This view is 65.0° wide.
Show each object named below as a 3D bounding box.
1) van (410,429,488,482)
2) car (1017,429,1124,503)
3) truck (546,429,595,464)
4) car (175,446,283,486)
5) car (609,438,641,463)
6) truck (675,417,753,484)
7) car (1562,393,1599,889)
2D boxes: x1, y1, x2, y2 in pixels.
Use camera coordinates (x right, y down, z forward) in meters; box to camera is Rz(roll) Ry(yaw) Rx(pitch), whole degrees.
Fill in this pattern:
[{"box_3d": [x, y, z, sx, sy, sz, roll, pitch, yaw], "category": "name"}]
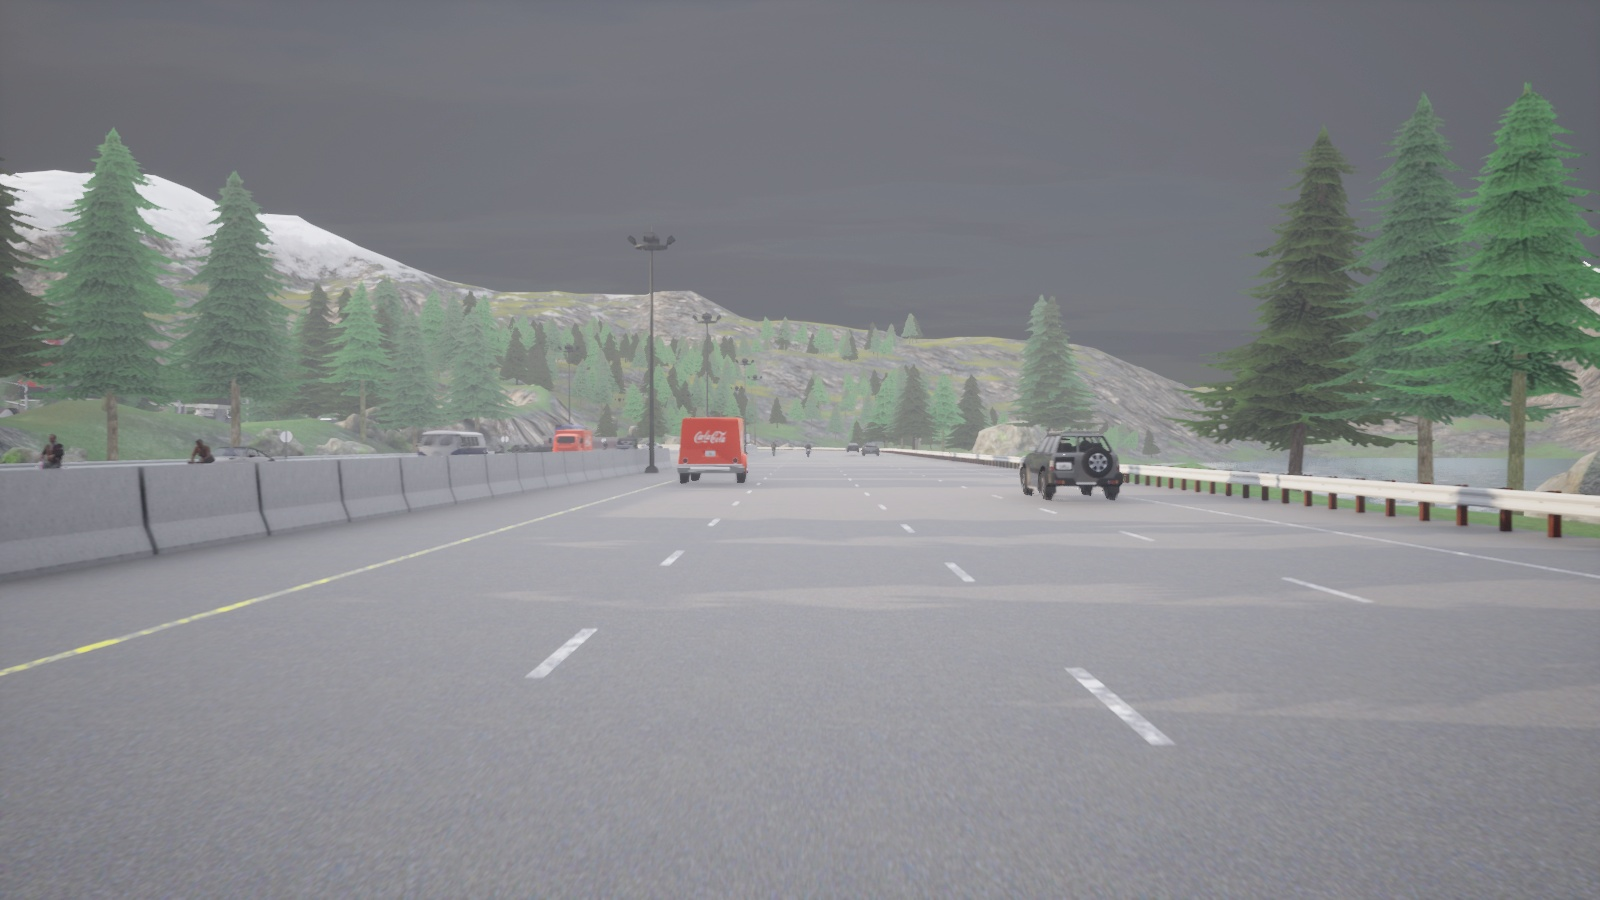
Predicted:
[{"box_3d": [-13.724, 0.211, 49.325, 1.775, 1.987, 4.442, 0, 0, 0], "category": "van"}, {"box_3d": [7.186, 0.378, 33.823, 1.932, 1.855, 4.605, 0, 0, 0], "category": "car"}, {"box_3d": [-16.885, -0.281, 92.580, 2.627, 2.467, 5.204, 0, 1, 0], "category": "truck"}, {"box_3d": [-20.748, 0.536, 45.818, 1.994, 1.385, 4.181, 0, 0, 1], "category": "car"}, {"box_3d": [-13.360, -0.010, 95.937, 1.905, 1.878, 3.866, 0, 0, 0], "category": "car"}, {"box_3d": [-3.232, -0.011, 48.312, 2.627, 2.467, 5.204, 0, 1, 0], "category": "truck"}, {"box_3d": [3.528, 0.634, 2.303, 1.851, 1.617, 3.988, 0, 0, 0], "category": "car"}]
